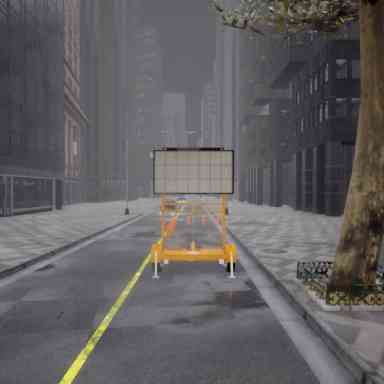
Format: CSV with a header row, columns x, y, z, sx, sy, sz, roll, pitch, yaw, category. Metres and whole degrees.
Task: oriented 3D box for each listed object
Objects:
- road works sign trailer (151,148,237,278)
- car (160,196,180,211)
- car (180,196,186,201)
x,y,z,sx,sy,sz,roll,pitch,yaw,category
0.045,0.465,10.099,2.380,3.560,2.880,0,0,0,road works sign trailer
-2.970,1.597,41.840,2.033,1.411,5.357,0,0,0,car
-2.715,1.726,89.221,1.994,1.385,4.181,0,0,0,car
